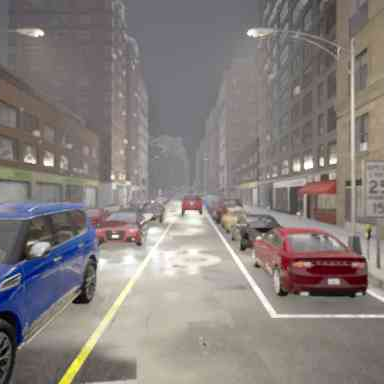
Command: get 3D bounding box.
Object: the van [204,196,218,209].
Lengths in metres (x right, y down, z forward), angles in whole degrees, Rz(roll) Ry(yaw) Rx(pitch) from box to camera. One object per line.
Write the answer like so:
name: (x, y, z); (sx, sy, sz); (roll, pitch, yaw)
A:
van: (2.661, 1.433, 47.033); (1.690, 1.788, 3.998); (0, 0, 0)

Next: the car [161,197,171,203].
car: (-5.873, 1.767, 74.585); (1.947, 1.339, 4.313); (0, 0, 0)

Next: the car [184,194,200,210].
car: (-0.006, 1.314, 46.574); (2.150, 2.045, 5.566); (0, 0, 0)

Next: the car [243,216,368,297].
car: (2.671, 1.551, 8.483); (1.887, 1.381, 4.507); (0, 0, 0)

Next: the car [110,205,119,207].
car: (-5.858, 1.567, 19.500); (1.887, 1.381, 4.507); (0, 0, 0)

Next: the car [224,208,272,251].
car: (2.669, 1.579, 13.990); (1.947, 1.339, 4.313); (0, 0, 0)

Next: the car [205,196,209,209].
car: (2.664, 1.498, 36.018); (1.967, 1.590, 4.097); (0, 0, 0)

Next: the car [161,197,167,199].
car: (-5.868, 1.574, 58.059); (1.967, 1.590, 4.097); (0, 0, 0)

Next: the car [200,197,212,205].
car: (2.656, 1.705, 63.556); (2.008, 1.369, 4.403); (0, 0, 0)

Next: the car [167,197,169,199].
car: (-5.869, 1.680, 63.398); (1.752, 1.417, 4.829); (0, 0, 0)

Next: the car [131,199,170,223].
car: (-3.006, 1.524, 25.450); (2.128, 1.511, 4.902); (0, 0, 0)

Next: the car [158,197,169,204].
car: (-5.871, 1.759, 69.076); (1.802, 1.307, 4.206); (0, 0, 0)

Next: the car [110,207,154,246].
car: (-3.096, 1.579, 15.266); (1.994, 1.385, 4.181); (0, 0, -1)

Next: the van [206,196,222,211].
van: (2.663, 1.415, 41.526); (1.690, 1.788, 3.998); (0, 0, 0)

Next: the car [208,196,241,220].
car: (2.667, 1.346, 25.005); (2.192, 1.841, 5.009); (0, 0, 0)

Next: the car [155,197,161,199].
car: (-5.865, 1.659, 47.041); (1.947, 1.339, 4.313); (0, 0, 0)

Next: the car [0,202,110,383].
car: (-3.099, 1.226, 5.210); (2.150, 2.045, 5.566); (0, 0, 0)

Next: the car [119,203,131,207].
car: (-5.859, 1.614, 25.008); (1.802, 1.307, 4.206); (0, 0, 0)

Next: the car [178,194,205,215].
car: (-0.008, 1.277, 35.241); (2.150, 2.045, 5.566); (0, 0, 0)

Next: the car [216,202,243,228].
car: (2.668, 1.547, 19.667); (1.752, 1.417, 4.829); (0, 0, 0)

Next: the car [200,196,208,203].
car: (2.653, 1.726, 74.741); (1.752, 1.417, 4.829); (0, 0, 0)

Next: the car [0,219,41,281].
car: (-5.855, 1.558, 8.484); (2.008, 1.369, 4.403); (0, 0, 0)

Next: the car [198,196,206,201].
car: (2.648, 1.842, 91.093); (1.947, 1.339, 4.313); (0, 0, 0)
